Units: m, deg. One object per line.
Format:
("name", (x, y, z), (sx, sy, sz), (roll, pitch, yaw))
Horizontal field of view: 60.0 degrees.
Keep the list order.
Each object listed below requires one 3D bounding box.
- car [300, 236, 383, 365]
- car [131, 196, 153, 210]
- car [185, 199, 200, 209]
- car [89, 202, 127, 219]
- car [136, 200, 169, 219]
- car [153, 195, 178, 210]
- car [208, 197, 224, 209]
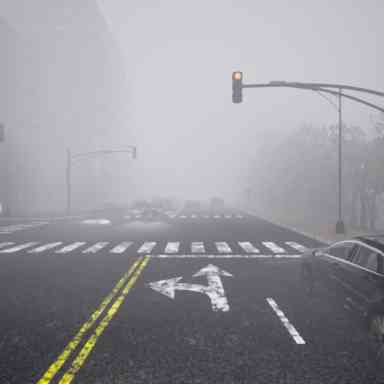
("car", (3.350, 1.491, 5.649), (2.128, 1.511, 4.902), (0, 0, 0))
("car", (-6.596, 1.569, 43.124), (1.994, 1.385, 4.181), (0, 0, 0))
("car", (0.104, 1.606, 44.299), (1.895, 1.301, 4.718), (0, 0, 0))
("car", (-7.381, 1.586, 29.589), (1.994, 1.385, 4.181), (0, 1, 12))
("car", (-3.353, 1.619, 29.162), (1.895, 1.301, 4.718), (0, 0, 0))
("car", (-3.346, 1.495, 42.251), (2.128, 1.511, 4.902), (0, 0, 0))
("car", (3.354, 1.484, 46.449), (1.882, 1.535, 5.008), (0, 0, 0))
